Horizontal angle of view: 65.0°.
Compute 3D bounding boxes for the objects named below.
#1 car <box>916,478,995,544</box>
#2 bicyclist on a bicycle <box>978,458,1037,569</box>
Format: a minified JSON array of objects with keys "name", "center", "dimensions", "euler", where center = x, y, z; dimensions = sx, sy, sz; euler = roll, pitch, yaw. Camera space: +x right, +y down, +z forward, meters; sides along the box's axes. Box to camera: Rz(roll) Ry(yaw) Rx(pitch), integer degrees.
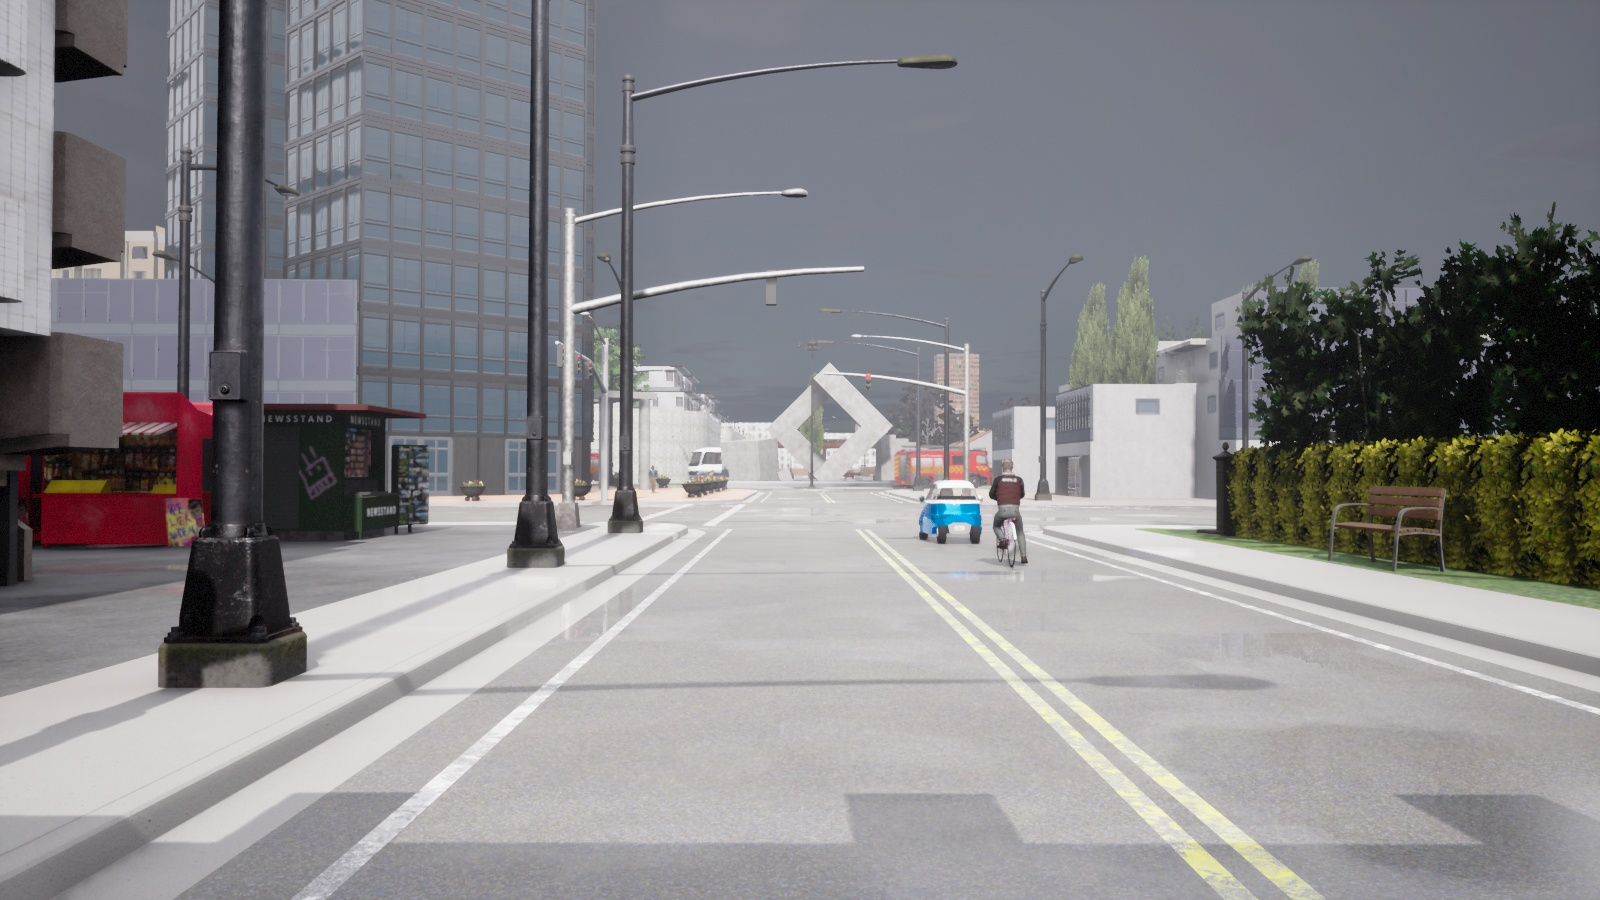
[{"name":"car","center":[3.429,1.324,27.981],"dimensions":[1.481,1.376,2.207],"euler":[0,-1,0]},{"name":"bicyclist on a bicycle","center":[3.446,1.023,21.000],"dimensions":[0.659,1.776,1.843],"euler":[0,-1,0]}]
